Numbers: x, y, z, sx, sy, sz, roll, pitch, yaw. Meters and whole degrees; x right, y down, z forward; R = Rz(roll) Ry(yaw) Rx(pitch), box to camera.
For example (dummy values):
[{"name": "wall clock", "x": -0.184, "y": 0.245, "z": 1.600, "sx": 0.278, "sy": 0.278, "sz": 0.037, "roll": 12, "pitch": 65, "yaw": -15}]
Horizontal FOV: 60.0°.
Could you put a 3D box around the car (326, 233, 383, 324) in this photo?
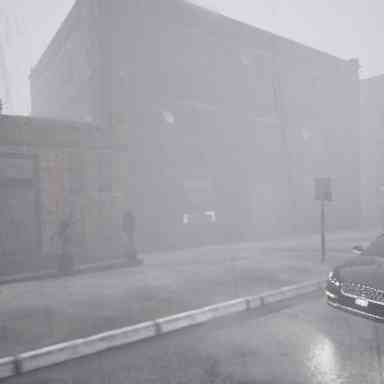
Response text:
[{"name": "car", "x": 4.675, "y": 1.504, "z": 6.680, "sx": 4.892, "sy": 1.490, "sz": 1.837, "roll": 0, "pitch": 0, "yaw": -35}]
